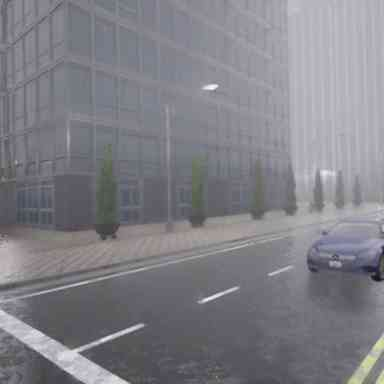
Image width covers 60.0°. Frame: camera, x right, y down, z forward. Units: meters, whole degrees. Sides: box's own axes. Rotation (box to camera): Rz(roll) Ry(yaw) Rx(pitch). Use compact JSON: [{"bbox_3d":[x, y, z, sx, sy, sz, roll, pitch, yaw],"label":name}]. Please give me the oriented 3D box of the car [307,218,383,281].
[{"bbox_3d":[5.146,1.544,10.121,1.812,1.442,4.674,-2,-1,42],"label":"car"}]
